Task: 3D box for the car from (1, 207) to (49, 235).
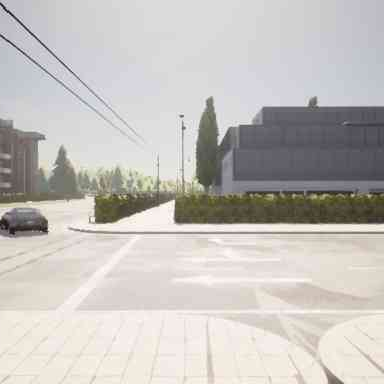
[{"bbox_3d":[-9.631,1.564,19.138,1.994,1.385,4.181,-1,0,-36],"label":"car"}]
